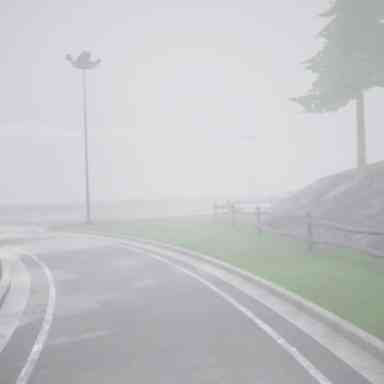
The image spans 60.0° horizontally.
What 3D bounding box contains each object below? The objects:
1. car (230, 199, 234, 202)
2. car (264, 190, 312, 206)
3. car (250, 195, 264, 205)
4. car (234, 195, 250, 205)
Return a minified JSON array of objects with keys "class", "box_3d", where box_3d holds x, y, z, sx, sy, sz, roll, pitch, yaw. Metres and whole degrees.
[{"class":"car","box_3d":[8.252,1.259,54.252,4.181,1.385,1.994,-2,0,-28]},{"class":"car","box_3d":[12.944,0.786,44.880,5.566,2.045,2.150,-2,0,-28]},{"class":"car","box_3d":[11.316,1.088,47.967,5.008,1.535,1.882,-2,0,-28]},{"class":"car","box_3d":[9.668,1.204,51.048,5.357,1.411,2.033,-2,0,-28]}]
